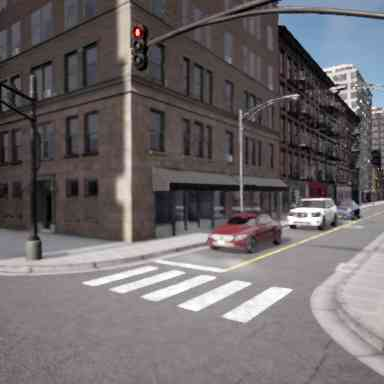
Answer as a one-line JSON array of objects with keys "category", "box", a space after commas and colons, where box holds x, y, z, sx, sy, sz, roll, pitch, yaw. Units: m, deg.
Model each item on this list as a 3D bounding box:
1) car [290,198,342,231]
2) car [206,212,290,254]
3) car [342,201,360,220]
[{"category": "car", "box": [8.450, 1.436, 23.022, 2.150, 2.045, 5.566, -1, -1, 35]}, {"category": "car", "box": [2.459, 1.679, 14.575, 1.812, 1.442, 4.674, -1, -1, 36]}, {"category": "car", "box": [14.368, 1.625, 31.309, 2.097, 1.767, 4.553, -1, -1, 36]}]
